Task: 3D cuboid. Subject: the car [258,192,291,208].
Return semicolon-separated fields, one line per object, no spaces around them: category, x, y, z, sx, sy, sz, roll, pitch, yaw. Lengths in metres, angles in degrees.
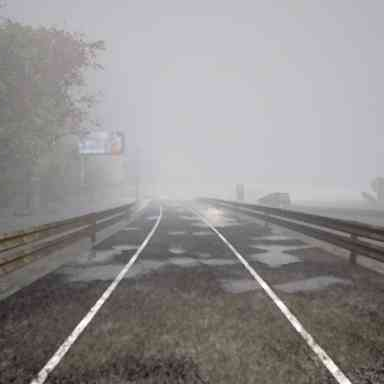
car;11.258;1.080;45.629;2.150;2.045;5.566;0;0;-20

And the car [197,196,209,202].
car;2.157;1.529;71.064;1.895;1.301;4.718;0;0;-20
